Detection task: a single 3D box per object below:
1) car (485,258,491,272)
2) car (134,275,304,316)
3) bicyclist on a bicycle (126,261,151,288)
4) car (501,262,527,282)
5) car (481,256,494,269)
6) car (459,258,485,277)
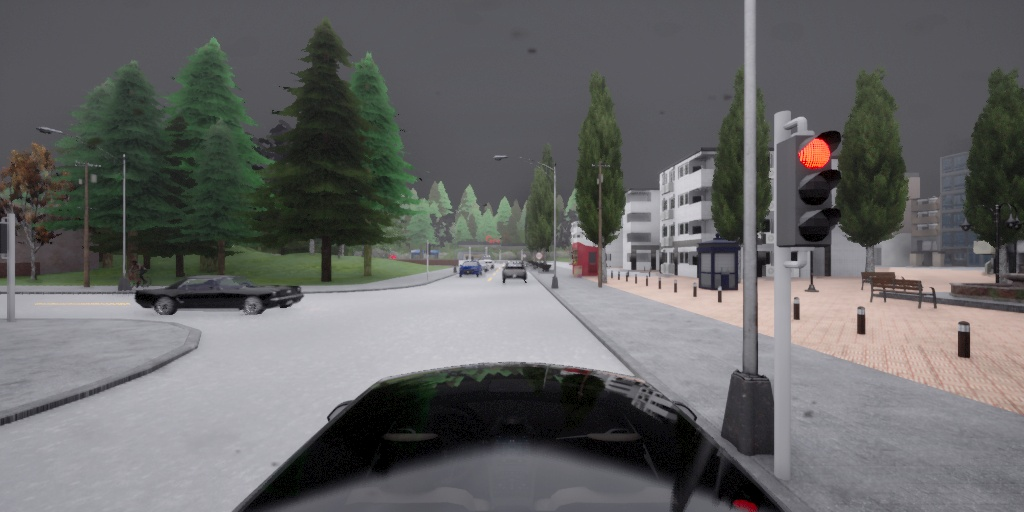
[{"bbox_3d":[-4.059,1.276,46.011,1.812,1.442,4.674,0,0,0],"label":"car"},{"bbox_3d":[-10.184,1.351,12.783,4.718,1.301,1.895,0,0,-1],"label":"car"},{"bbox_3d":[-22.132,1.099,21.162,0.582,1.620,1.656,0,0,0],"label":"bicyclist on a bicycle"},{"bbox_3d":[0.166,1.241,28.592,2.128,1.511,4.902,0,0,-1],"label":"car"},{"bbox_3d":[-4.012,0.971,56.410,2.150,2.045,5.566,0,0,0],"label":"car"},{"bbox_3d":[-4.081,1.228,35.850,1.882,1.535,5.008,0,0,0],"label":"car"}]
